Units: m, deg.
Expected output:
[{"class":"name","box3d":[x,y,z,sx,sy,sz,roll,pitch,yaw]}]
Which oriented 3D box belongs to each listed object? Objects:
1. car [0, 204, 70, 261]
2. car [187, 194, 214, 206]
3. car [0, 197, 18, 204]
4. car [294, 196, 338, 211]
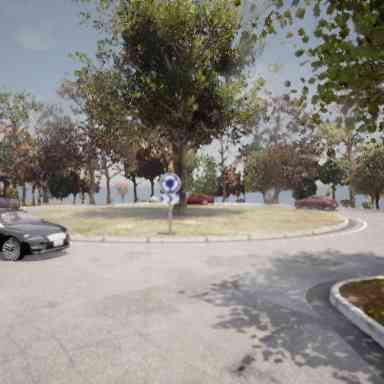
[{"class":"car","box3d":[-6.495,1.343,11.456,4.902,1.511,2.128,0,1,22]},{"class":"car","box3d":[0.319,0.932,42.409,5.008,1.535,1.882,0,1,7]},{"class":"car","box3d":[-17.546,1.171,29.154,2.033,1.411,5.357,0,1,8]},{"class":"car","box3d":[12.681,1.087,34.142,1.812,1.442,4.674,0,1,-28]}]
